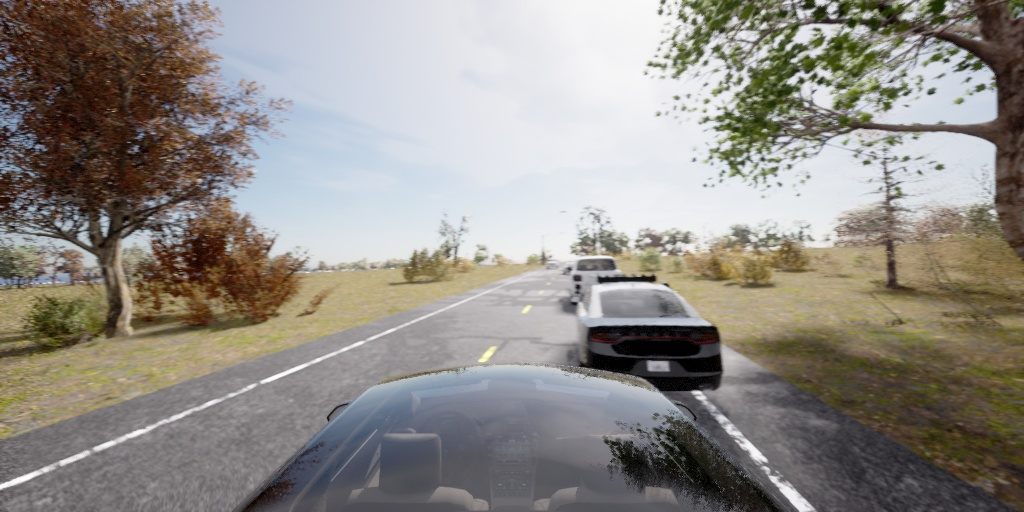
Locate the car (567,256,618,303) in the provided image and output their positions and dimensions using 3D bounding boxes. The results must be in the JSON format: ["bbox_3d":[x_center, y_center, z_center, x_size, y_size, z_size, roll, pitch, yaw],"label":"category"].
[{"bbox_3d":[3.795,1.037,16.773,2.150,2.045,5.566,-2,-1,9],"label":"car"}]

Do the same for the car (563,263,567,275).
[{"bbox_3d":[7.437,1.558,45.455,1.812,1.442,4.674,-2,-1,10],"label":"car"}]

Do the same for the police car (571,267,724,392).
[{"bbox_3d":[2.211,1.172,6.978,1.930,1.638,5.238,-2,-1,9],"label":"police car"}]
